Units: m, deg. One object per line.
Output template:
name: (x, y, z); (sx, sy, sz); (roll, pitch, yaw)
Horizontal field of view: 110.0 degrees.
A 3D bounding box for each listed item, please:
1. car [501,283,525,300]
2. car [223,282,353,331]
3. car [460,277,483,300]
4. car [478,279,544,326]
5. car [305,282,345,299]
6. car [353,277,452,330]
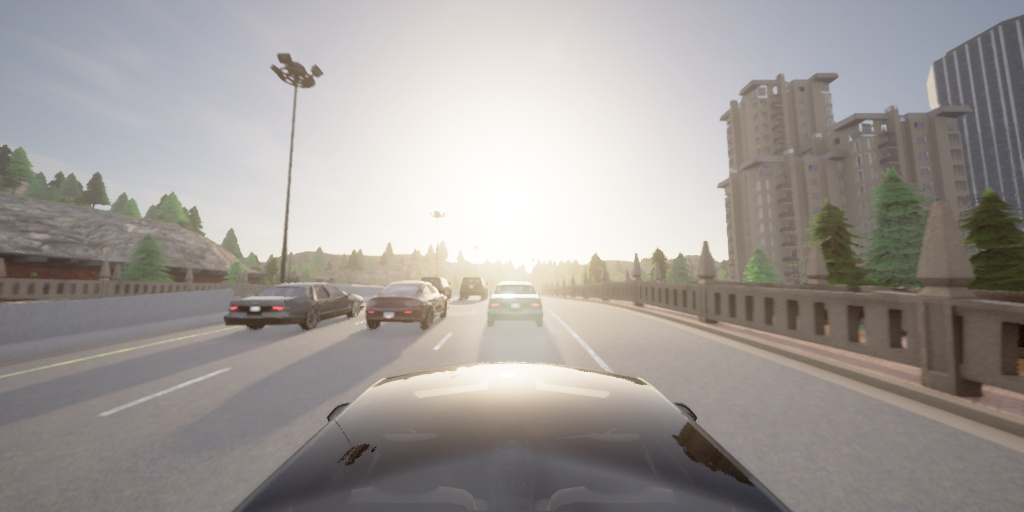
car: (0.093, 3.312, 33.458); (2.128, 1.511, 4.902); (0, -6, 0)
car: (-6.902, 1.593, 12.141); (2.033, 1.411, 5.357); (0, -3, 0)
car: (-3.407, 2.958, 32.634); (2.150, 2.045, 5.566); (0, -6, 0)
car: (0.098, 1.638, 13.029); (2.033, 1.411, 5.357); (0, -3, 0)
car: (-21.092, 3.900, 40.745); (2.097, 1.767, 4.553); (0, -6, 0)
car: (-3.416, 1.576, 12.240); (1.812, 1.442, 4.674); (0, -3, 0)
